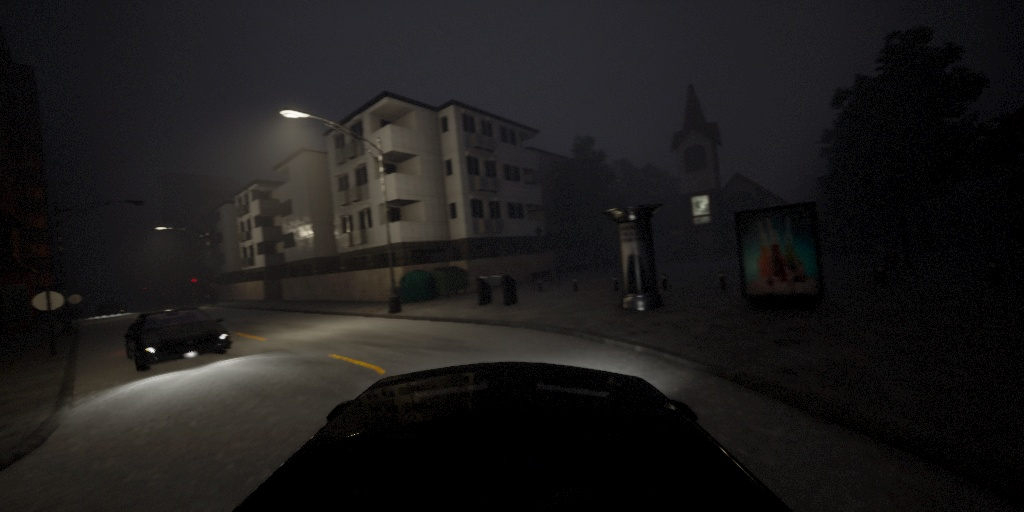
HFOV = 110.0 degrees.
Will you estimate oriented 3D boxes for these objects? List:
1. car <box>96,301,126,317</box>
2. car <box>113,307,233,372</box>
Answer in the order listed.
[{"bbox_3d":[-42.402,5.512,37.838,4.181,1.385,1.994,-6,0,40],"label":"car"},{"bbox_3d":[-10.141,2.294,10.726,5.357,1.411,2.033,-6,0,40],"label":"car"}]
